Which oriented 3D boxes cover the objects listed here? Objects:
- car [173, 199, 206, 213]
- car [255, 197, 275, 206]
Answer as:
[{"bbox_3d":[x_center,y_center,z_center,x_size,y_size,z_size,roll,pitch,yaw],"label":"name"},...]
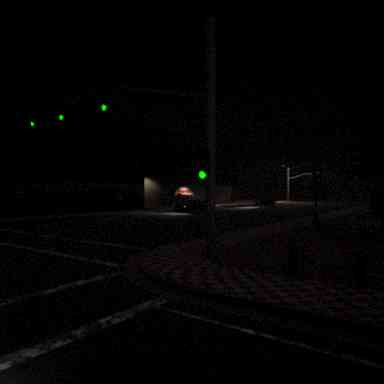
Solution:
[{"bbox_3d":[-0.164,1.537,37.197,1.812,1.442,4.674,0,0,36],"label":"car"},{"bbox_3d":[11.815,1.512,53.684,2.128,1.511,4.902,0,0,36],"label":"car"}]
